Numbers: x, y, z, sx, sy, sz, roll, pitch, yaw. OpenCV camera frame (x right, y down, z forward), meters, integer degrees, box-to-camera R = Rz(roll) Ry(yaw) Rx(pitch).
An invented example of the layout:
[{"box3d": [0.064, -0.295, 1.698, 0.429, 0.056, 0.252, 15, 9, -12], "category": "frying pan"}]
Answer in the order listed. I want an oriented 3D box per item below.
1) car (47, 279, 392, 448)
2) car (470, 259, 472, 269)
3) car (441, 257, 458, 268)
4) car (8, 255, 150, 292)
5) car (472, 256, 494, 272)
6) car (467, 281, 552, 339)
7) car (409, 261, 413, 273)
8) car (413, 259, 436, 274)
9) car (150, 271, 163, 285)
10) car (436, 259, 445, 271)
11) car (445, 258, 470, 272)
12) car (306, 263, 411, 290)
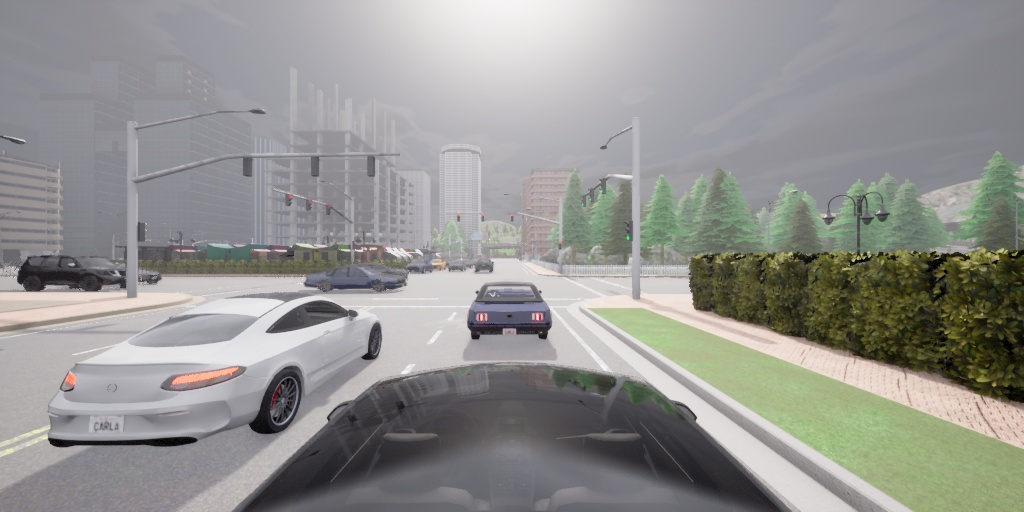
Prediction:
[{"box3d": [-3.507, 1.276, 5.376, 1.812, 1.442, 4.674, 0, 0, -1], "category": "car"}, {"box3d": [-7.070, 1.255, 56.024, 1.837, 1.490, 4.892, 0, 0, 0], "category": "car"}, {"box3d": [-10.549, 1.102, 60.606, 2.097, 1.767, 4.553, 0, 0, 0], "category": "car"}, {"box3d": [-25.004, 0.972, 20.830, 5.566, 2.045, 2.150, 0, 0, 2], "category": "car"}, {"box3d": [-3.402, 1.102, 45.457, 2.097, 1.767, 4.553, 0, 0, 0], "category": "car"}, {"box3d": [-0.092, 1.351, 9.984, 1.895, 1.301, 4.718, 0, 0, -1], "category": "car"}, {"box3d": [-10.133, 1.256, 26.328, 4.892, 1.490, 1.837, 0, 2, -26], "category": "car"}, {"box3d": [-10.727, 1.102, 41.572, 2.097, 1.767, 4.553, 0, 0, 3], "category": "car"}, {"box3d": [-26.703, 1.255, 24.375, 4.892, 1.490, 1.837, 0, 0, 2], "category": "car"}, {"box3d": [-10.582, 1.228, 50.536, 1.882, 1.535, 5.008, 0, 0, 0], "category": "car"}, {"box3d": [-7.090, 1.255, 46.914, 1.837, 1.490, 4.892, 0, 0, 0], "category": "car"}, {"box3d": [-8.839, 1.298, 20.399, 5.357, 1.411, 2.033, 0, 0, 2], "category": "car"}]
